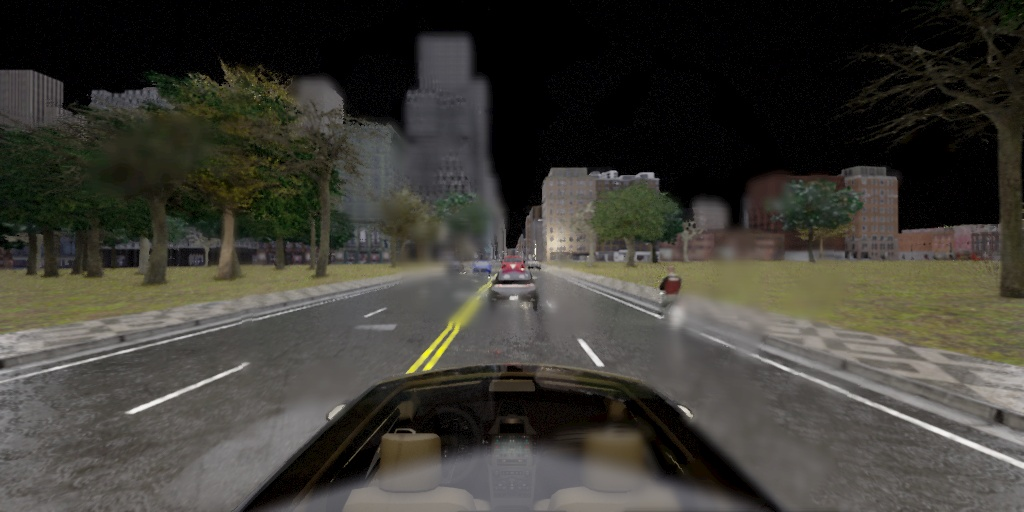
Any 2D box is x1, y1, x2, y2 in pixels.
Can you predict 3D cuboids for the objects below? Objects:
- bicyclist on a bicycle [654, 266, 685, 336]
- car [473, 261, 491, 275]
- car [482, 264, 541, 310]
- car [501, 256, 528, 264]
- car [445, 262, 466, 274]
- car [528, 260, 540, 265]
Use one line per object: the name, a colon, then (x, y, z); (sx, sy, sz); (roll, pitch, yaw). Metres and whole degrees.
bicyclist on a bicycle: (4.143, 1.135, 9.554); (0.659, 1.776, 1.843); (0, 0, 0)
car: (-3.342, 1.317, 41.326); (1.882, 1.535, 5.008); (0, 0, 0)
car: (0.099, 1.268, 14.857); (2.128, 1.511, 4.902); (0, 0, 0)
car: (0.097, 1.042, 34.234); (2.150, 2.045, 5.566); (0, 0, 0)
car: (-6.593, 1.391, 42.575); (2.033, 1.411, 5.357); (0, 0, 0)
car: (3.338, 1.486, 55.463); (1.895, 1.301, 4.718); (0, 0, 0)
